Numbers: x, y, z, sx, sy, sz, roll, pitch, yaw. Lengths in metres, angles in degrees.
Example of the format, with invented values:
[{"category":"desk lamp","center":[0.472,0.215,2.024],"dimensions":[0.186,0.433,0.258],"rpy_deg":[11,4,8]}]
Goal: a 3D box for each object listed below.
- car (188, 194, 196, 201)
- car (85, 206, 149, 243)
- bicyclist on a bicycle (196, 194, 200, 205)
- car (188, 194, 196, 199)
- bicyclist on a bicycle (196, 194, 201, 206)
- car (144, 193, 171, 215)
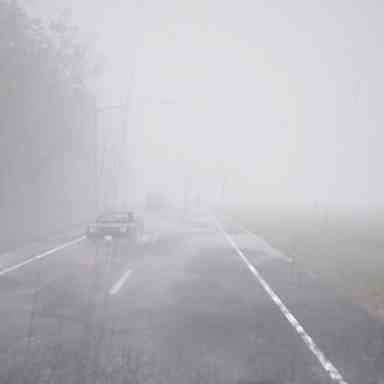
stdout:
[{"category":"car","center":[-0.008,1.375,76.060],"dimensions":[1.994,1.385,4.181],"rpy_deg":[0,0,0]},{"category":"car","center":[-3.401,1.563,15.736],"dimensions":[1.895,1.301,4.718],"rpy_deg":[0,0,0]},{"category":"bicyclist on a bicycle","center":[0.957,1.241,55.159],"dimensions":[0.659,1.776,1.843],"rpy_deg":[0,0,0]},{"category":"car","center":[-0.010,1.248,89.255],"dimensions":[1.895,1.301,4.718],"rpy_deg":[0,0,0]},{"category":"bicyclist on a bicycle","center":[0.957,1.346,45.476],"dimensions":[0.582,1.620,1.656],"rpy_deg":[0,0,0]},{"category":"car","center":[-3.407,1.143,33.249],"dimensions":[2.150,2.045,5.566],"rpy_deg":[0,0,0]}]
